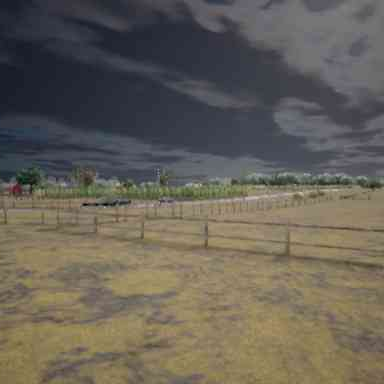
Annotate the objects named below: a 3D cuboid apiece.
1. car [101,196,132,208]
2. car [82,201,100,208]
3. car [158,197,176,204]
[{"bbox_3d":[-13.816,1.835,62.326,2.150,2.045,5.566,-1,0,35],"label":"car"},{"bbox_3d":[-18.264,2.283,62.178,1.895,1.301,4.718,-1,-1,36],"label":"car"},{"bbox_3d":[-5.509,1.851,74.118,1.837,1.490,4.892,-1,0,35],"label":"car"}]
